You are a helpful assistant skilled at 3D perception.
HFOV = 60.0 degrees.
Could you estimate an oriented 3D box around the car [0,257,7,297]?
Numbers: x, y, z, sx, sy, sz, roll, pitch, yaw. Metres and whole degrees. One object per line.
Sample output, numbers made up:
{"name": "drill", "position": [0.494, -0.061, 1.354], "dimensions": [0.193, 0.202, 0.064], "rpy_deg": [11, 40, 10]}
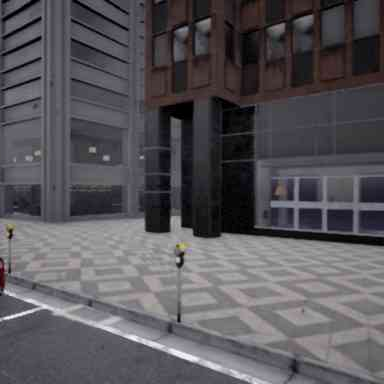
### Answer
{"name": "car", "position": [-5.678, 1.540, 7.006], "dimensions": [4.507, 1.381, 1.887], "rpy_deg": [0, 0, 35]}
